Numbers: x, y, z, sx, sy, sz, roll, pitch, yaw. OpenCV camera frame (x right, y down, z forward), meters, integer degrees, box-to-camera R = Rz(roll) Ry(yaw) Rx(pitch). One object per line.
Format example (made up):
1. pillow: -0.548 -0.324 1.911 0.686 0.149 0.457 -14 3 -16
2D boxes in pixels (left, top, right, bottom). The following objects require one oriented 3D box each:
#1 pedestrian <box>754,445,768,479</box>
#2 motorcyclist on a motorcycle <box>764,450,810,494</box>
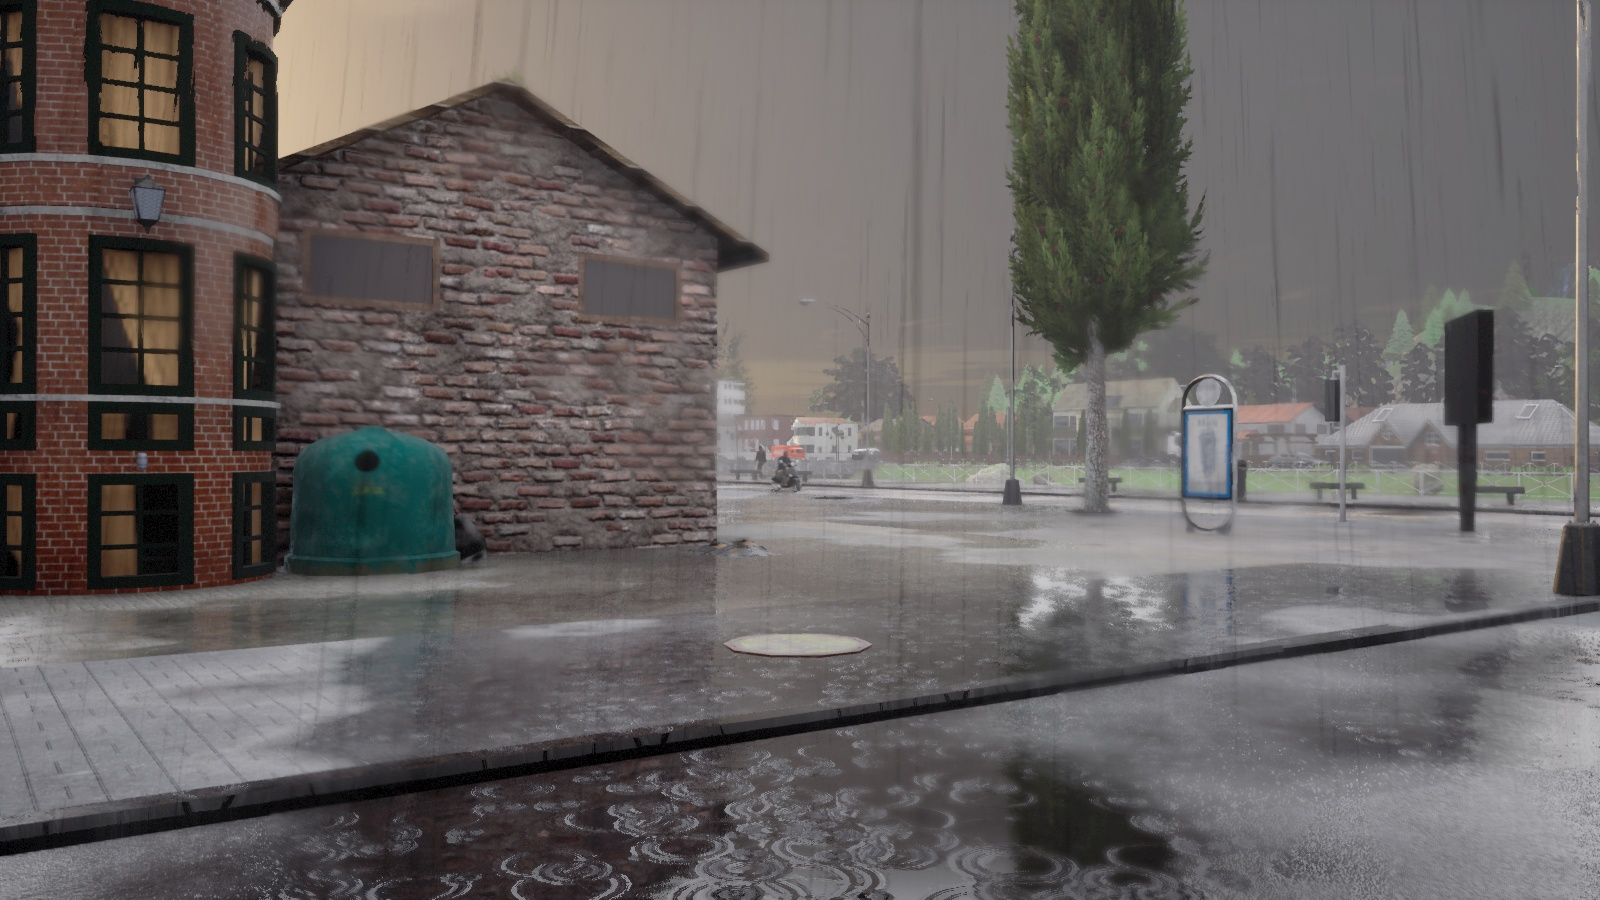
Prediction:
1. pedestrian: -2.128 0.627 68.384 0.431 1.840 0.703 0 0 -30
2. motorcyclist on a motorcycle: -0.485 0.815 47.376 0.866 1.590 1.817 0 0 -35
